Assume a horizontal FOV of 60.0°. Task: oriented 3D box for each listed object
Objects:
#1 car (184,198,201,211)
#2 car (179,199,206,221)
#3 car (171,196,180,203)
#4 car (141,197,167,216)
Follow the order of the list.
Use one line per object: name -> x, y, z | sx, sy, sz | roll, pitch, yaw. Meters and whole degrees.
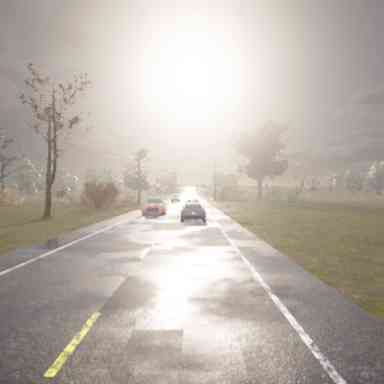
car -> 0.098, 1.529, 42.107 | 2.033, 1.411, 5.357 | 0, 0, 0
car -> 0.098, 1.554, 26.789 | 1.994, 1.385, 4.181 | 0, 0, 0
car -> -3.504, 1.483, 71.062 | 1.812, 1.442, 4.674 | 0, 0, 0
car -> -3.596, 1.340, 32.293 | 2.097, 1.767, 4.553 | 0, 0, 0
